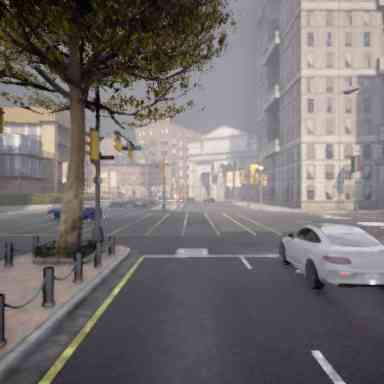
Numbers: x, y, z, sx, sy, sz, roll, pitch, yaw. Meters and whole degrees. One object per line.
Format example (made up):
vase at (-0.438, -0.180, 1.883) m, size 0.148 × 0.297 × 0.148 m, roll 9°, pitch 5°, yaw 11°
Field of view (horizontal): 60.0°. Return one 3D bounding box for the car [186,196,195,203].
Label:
car at (-0.405, 1.707, 78.950) m, size 2.128 × 1.511 × 4.902 m, roll 0°, pitch 0°, yaw -8°

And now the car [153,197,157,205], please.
car at (-8.000, 1.799, 65.792) m, size 1.837 × 1.490 × 4.892 m, roll 0°, pitch 0°, yaw 0°

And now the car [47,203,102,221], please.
car at (-9.818, 1.606, 27.658) m, size 5.008 × 1.535 × 1.882 m, roll 0°, pitch -1°, yaw 28°

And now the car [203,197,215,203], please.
car at (4.166, 1.832, 78.979) m, size 1.994 × 1.385 × 4.181 m, roll 0°, pitch 0°, yaw 20°

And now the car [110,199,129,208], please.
car at (-11.526, 1.769, 52.368) m, size 1.812 × 1.442 × 4.674 m, roll 0°, pitch 0°, yaw 0°

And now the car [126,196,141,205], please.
car at (-11.500, 1.655, 65.325) m, size 2.097 × 1.767 × 4.553 m, roll 0°, pitch 0°, yaw 0°

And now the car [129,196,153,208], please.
car at (-8.029, 1.736, 52.681) m, size 2.128 × 1.511 × 4.902 m, roll 0°, pitch 0°, yaw 0°

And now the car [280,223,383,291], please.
car at (3.712, 1.569, 8.999) m, size 1.812 × 1.442 × 4.674 m, roll 0°, pitch 0°, yaw 2°
